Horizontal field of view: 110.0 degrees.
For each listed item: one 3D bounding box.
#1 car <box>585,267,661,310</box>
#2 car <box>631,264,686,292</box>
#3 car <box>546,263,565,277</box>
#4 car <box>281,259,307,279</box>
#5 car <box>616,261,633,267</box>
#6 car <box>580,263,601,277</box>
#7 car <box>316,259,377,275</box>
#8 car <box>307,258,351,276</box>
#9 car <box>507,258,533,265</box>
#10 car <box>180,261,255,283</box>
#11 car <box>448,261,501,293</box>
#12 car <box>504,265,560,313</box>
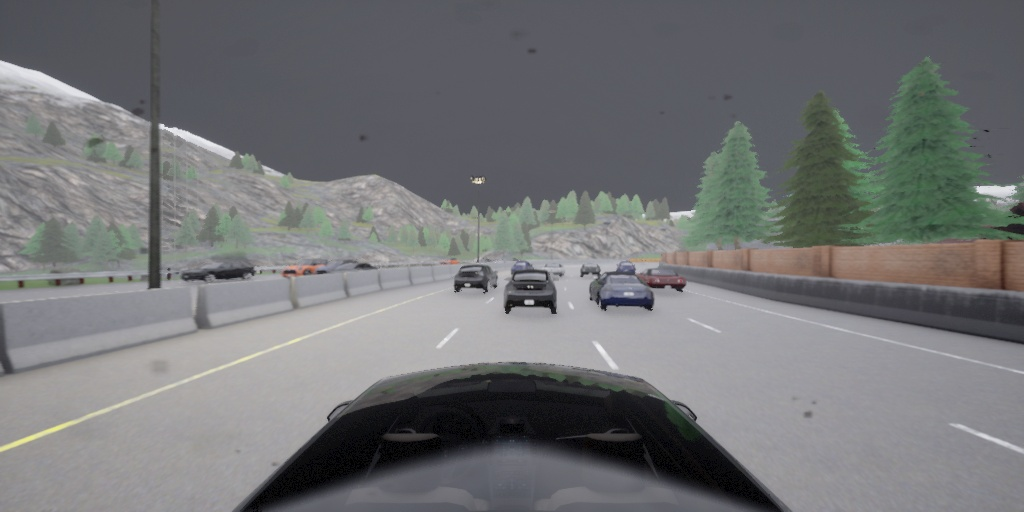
[{"bbox_3d":[4.359,1.323,14.792,1.994,1.385,4.181,0,0,5],"label":"car"},{"bbox_3d":[8.645,1.370,21.365,1.895,1.301,4.718,0,0,8],"label":"car"},{"bbox_3d":[4.187,1.359,35.352,1.895,1.301,4.718,0,0,13],"label":"car"},{"bbox_3d":[-18.107,1.057,31.986,2.097,1.767,4.553,0,0,11],"label":"car"},{"bbox_3d":[12.171,1.302,38.292,1.812,1.442,4.674,0,0,15],"label":"car"},{"bbox_3d":[7.843,1.367,35.612,1.895,1.301,4.718,0,0,13],"label":"car"},{"bbox_3d":[-11.930,1.225,26.811,1.837,1.490,4.892,0,0,9],"label":"car"},{"bbox_3d":[-14.771,1.065,30.817,2.097,1.767,4.553,0,0,11],"label":"car"},{"bbox_3d":[1.152,1.276,37.607,1.812,1.442,4.674,0,0,13],"label":"car"},{"bbox_3d":[-22.422,1.173,27.567,1.882,1.535,5.008,0,0,9],"label":"car"},{"bbox_3d":[-1.984,1.249,20.871,1.837,1.490,4.892,0,0,7],"label":"car"},{"bbox_3d":[0.772,1.256,14.047,1.837,1.490,4.892,0,0,5],"label":"car"}]
